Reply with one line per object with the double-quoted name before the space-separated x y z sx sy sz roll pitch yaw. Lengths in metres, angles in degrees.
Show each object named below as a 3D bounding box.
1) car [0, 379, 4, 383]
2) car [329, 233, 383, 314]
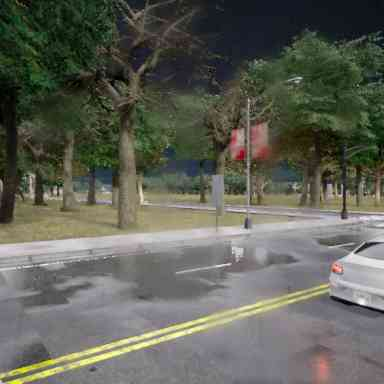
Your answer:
"car" -3.245 1.525 1.135 4.674 1.442 1.812 0 0 -35
"car" 4.644 1.530 6.733 4.674 1.442 1.812 0 0 -35
